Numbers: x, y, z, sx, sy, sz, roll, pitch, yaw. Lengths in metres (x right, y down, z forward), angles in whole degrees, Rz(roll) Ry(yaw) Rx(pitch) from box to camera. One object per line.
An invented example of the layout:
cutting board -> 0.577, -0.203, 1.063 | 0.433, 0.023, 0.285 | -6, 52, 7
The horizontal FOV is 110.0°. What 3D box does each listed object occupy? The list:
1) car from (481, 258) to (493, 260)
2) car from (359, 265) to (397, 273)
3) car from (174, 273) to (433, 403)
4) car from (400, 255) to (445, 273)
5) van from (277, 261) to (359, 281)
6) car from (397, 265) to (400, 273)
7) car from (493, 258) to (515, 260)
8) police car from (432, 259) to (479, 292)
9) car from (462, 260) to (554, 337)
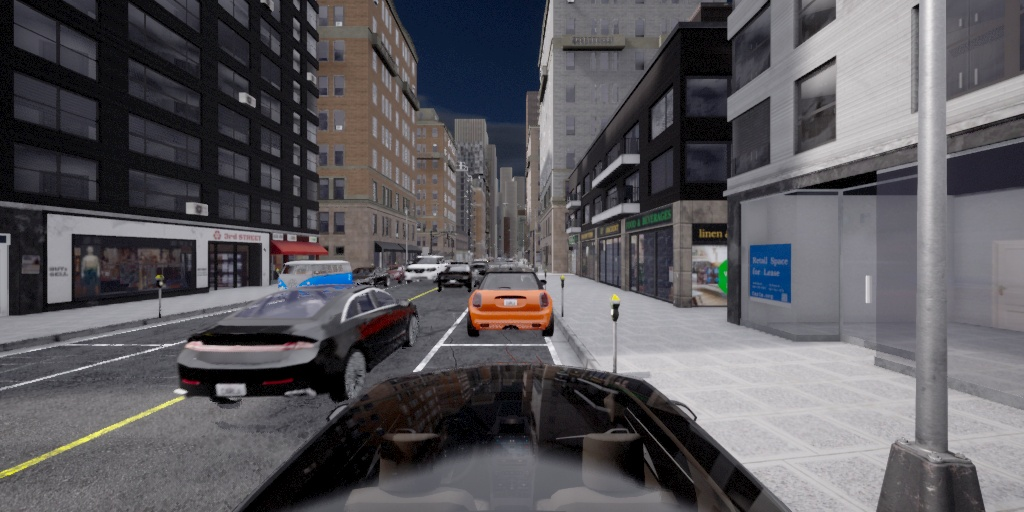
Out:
car -> -3.049, 1.262, 34.755 | 1.837, 1.490, 4.892 | 0, 0, 0
car -> -8.813, 1.317, 21.829 | 1.948, 1.339, 4.313 | 0, 0, 0
car -> -3.049, 1.241, 6.318 | 2.128, 1.511, 4.902 | 0, 0, 0
car -> -6.255, 0.974, 26.896 | 2.150, 2.045, 5.566 | 0, 0, 0
van -> -8.813, 1.092, 16.328 | 1.690, 1.789, 3.998 | 0, 0, 0
car -> -8.813, 1.335, 27.331 | 1.802, 1.307, 4.207 | 0, 0, 0
car -> -0.288, 1.193, 27.330 | 1.967, 1.591, 4.097 | 0, 0, 0
police car -> -3.144, 1.177, 21.617 | 1.930, 1.638, 5.238 | 0, -1, 0
car -> -0.033, 1.103, 10.470 | 2.097, 1.767, 4.553 | 0, 0, 0
